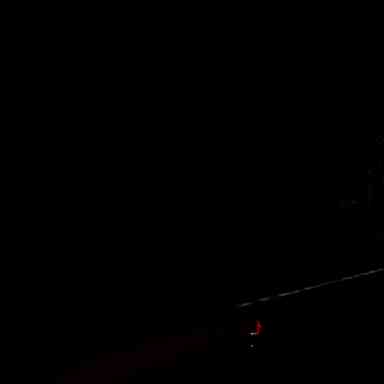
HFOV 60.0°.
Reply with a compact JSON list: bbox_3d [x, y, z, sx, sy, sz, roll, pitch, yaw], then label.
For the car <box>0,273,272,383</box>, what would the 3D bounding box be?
[{"bbox_3d":[-1.208,1.574,3.117,4.181,1.385,1.994,1,0,-36],"label":"car"}]
